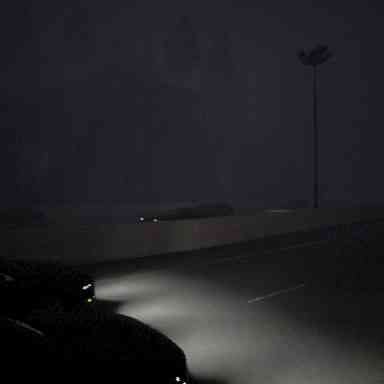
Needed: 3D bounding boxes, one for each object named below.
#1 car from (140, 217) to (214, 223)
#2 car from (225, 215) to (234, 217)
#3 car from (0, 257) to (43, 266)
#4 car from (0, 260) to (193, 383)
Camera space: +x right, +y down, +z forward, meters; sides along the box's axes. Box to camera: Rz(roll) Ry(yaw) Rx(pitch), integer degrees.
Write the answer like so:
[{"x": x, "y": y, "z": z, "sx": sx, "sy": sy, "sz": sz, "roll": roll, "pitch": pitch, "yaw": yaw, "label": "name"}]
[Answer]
[{"x": -0.911, "y": 1.706, "z": 21.016, "sx": 4.718, "sy": 1.301, "sz": 1.895, "roll": 0, "pitch": 0, "yaw": -39, "label": "car"}, {"x": 1.506, "y": 1.614, "z": 27.650, "sx": 4.892, "sy": 1.490, "sz": 1.837, "roll": 0, "pitch": 0, "yaw": -41, "label": "car"}, {"x": -4.000, "y": 1.572, "z": 5.105, "sx": 4.892, "sy": 1.490, "sz": 1.837, "roll": 0, "pitch": 0, "yaw": -36, "label": "car"}, {"x": -2.227, "y": 1.542, "z": 2.113, "sx": 4.892, "sy": 1.490, "sz": 1.837, "roll": -1, "pitch": 0, "yaw": -35, "label": "car"}]
